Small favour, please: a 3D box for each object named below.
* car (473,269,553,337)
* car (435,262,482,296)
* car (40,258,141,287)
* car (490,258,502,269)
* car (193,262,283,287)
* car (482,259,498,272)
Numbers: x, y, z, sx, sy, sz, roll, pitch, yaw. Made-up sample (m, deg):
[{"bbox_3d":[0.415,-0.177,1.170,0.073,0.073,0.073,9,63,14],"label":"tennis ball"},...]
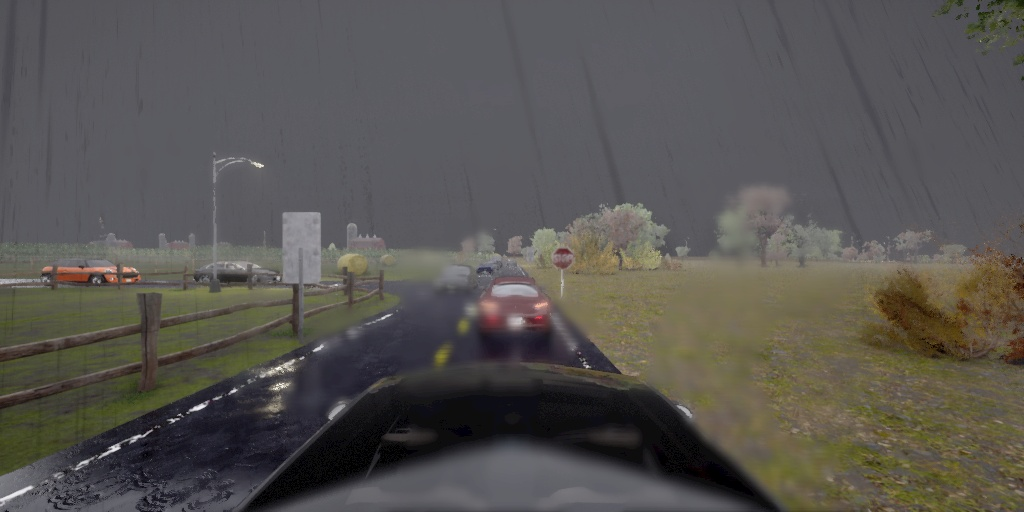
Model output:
[{"bbox_3d":[0.052,1.275,10.129,1.812,1.442,4.674,0,0,-1],"label":"car"},{"bbox_3d":[-2.875,1.258,19.427,1.837,1.490,4.892,0,0,0],"label":"car"},{"bbox_3d":[-26.561,0.948,22.727,4.553,1.767,2.097,0,1,-1],"label":"car"},{"bbox_3d":[-2.907,1.344,53.023,1.994,1.385,4.181,0,0,0],"label":"car"},{"bbox_3d":[-17.357,1.150,22.835,4.902,1.511,2.128,0,1,-1],"label":"car"},{"bbox_3d":[-2.905,1.366,40.538,1.895,1.301,4.718,0,0,0],"label":"car"}]
